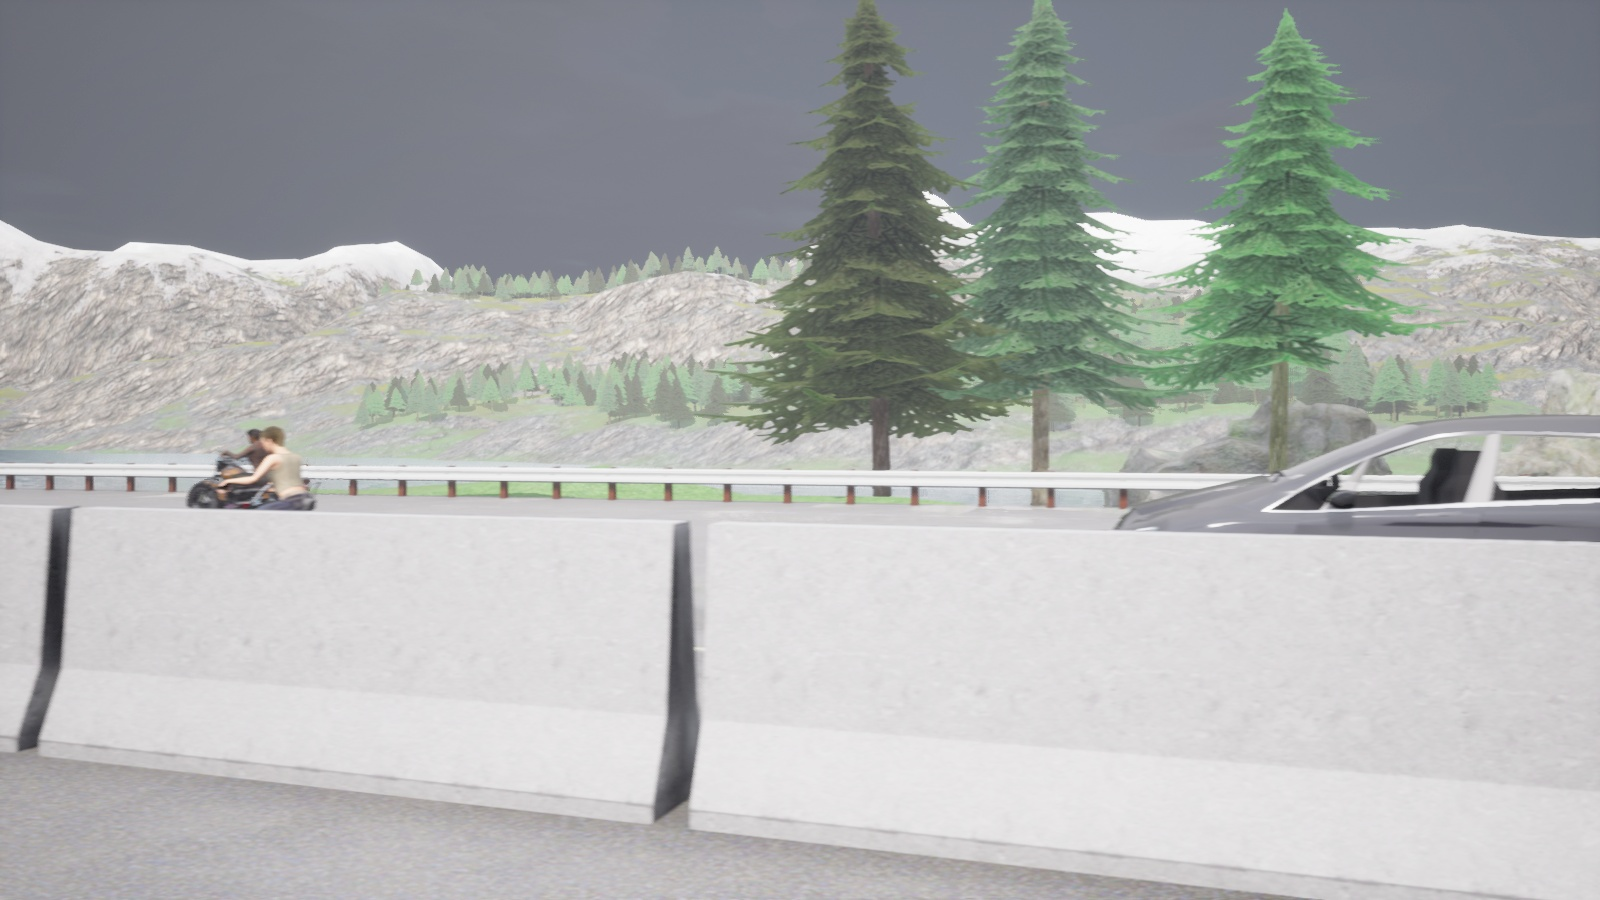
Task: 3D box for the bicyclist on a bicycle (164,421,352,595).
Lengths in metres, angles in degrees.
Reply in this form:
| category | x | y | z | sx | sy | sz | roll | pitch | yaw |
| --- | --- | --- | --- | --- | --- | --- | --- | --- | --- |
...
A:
| category | x | y | z | sx | sy | sz | roll | pitch | yaw |
| --- | --- | --- | --- | --- | --- | --- | --- | --- | --- |
| bicyclist on a bicycle | -5.322 | 0.530 | 12.369 | 1.509 | 1.612 | 0.866 | 1 | 1 | 19 |

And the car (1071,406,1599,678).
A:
| category | x | y | z | sx | sy | sz | roll | pitch | yaw |
| --- | --- | --- | --- | --- | --- | --- | --- | --- | --- |
| car | 4.438 | 0.544 | 9.082 | 4.611 | 1.667 | 2.242 | 1 | 1 | 19 |

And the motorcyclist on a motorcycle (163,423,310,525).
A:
| category | x | y | z | sx | sy | sz | roll | pitch | yaw |
| --- | --- | --- | --- | --- | --- | --- | --- | --- | --- |
| motorcyclist on a motorcycle | -9.502 | 0.377 | 21.179 | 2.350 | 1.649 | 0.766 | 0 | 1 | 19 |
